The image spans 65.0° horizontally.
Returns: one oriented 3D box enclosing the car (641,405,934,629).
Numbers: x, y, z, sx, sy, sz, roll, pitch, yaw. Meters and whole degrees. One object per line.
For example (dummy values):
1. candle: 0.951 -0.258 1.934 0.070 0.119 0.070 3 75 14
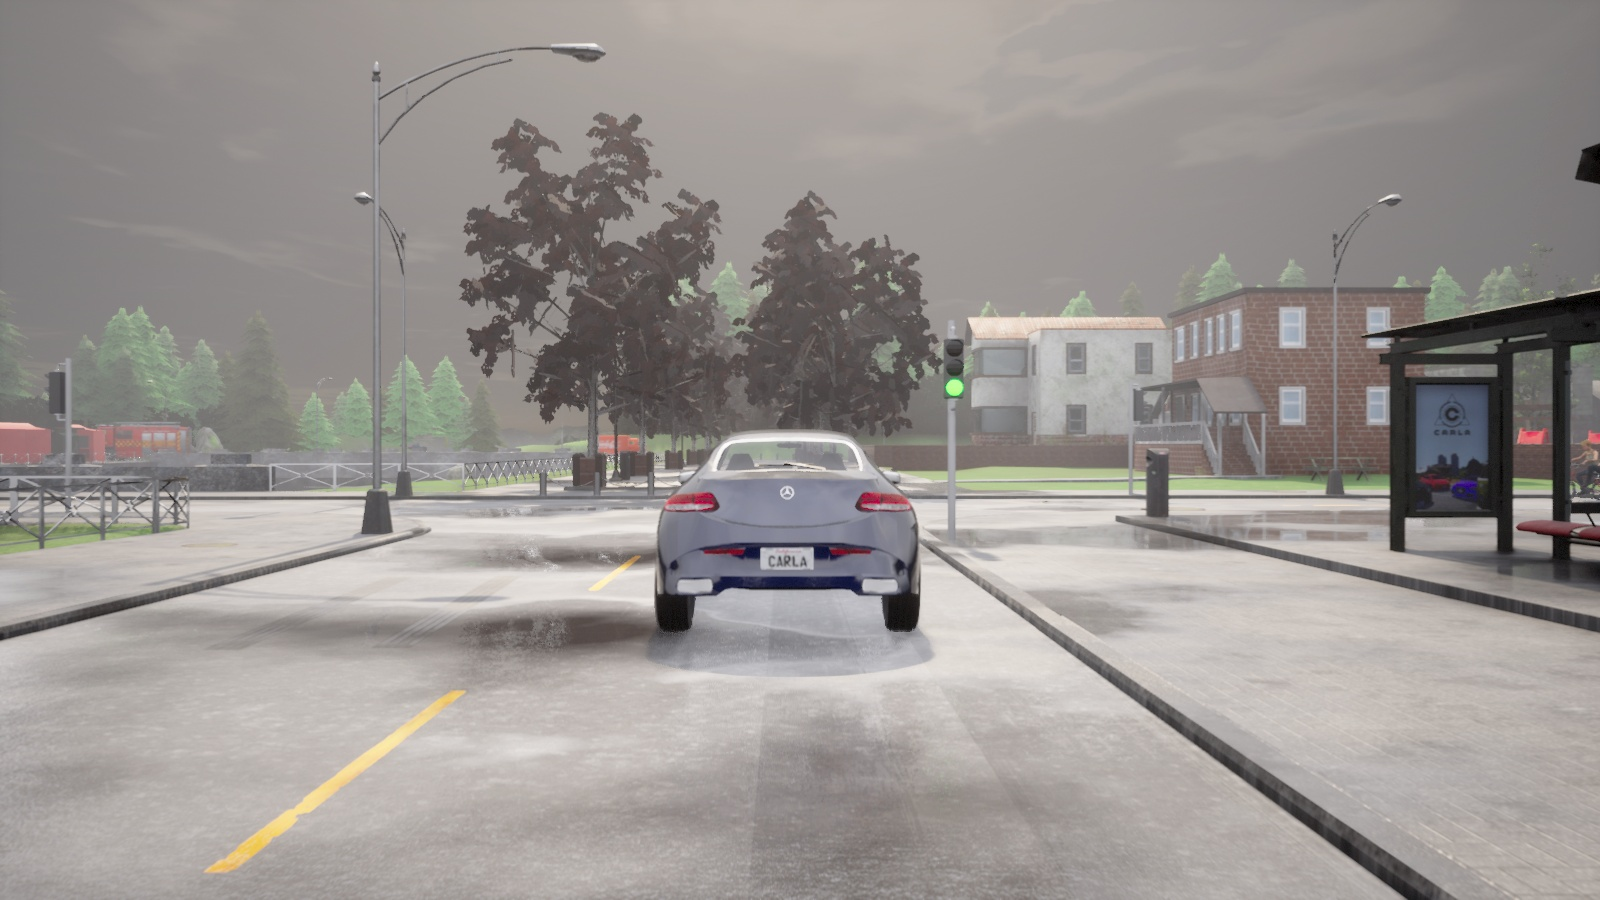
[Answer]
1. car: -0.099 0.483 11.751 2.152 1.651 5.027 0 0 0
